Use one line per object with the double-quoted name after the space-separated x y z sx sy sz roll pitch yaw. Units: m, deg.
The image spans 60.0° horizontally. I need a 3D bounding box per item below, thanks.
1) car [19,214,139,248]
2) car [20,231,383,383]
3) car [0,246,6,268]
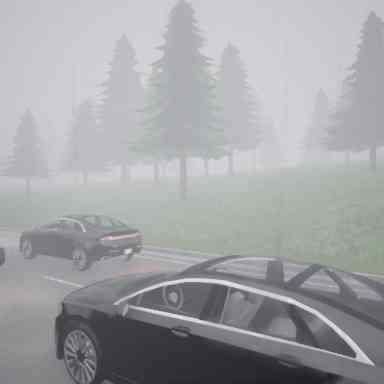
-3.798 1.491 10.971 4.902 1.511 2.128 0 0 36 "car"
0.439 1.491 3.680 4.902 1.511 2.128 0 0 36 "car"
-7.085 1.601 9.027 4.718 1.301 1.895 0 0 36 "car"
